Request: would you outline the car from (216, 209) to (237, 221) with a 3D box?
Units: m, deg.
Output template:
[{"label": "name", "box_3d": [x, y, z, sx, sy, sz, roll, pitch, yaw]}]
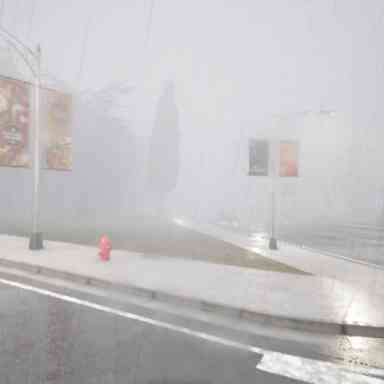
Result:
[{"label": "car", "box_3d": [5.050, 3.358, 49.037, 2.097, 1.767, 4.553, 1, -2, -13]}]
